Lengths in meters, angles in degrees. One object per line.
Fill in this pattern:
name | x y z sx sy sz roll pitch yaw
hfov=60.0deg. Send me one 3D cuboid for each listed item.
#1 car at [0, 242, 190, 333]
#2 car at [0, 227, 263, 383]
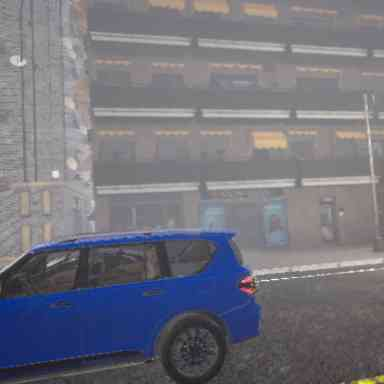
car | -2.656 2.221 8.238 4.892 1.490 1.837 -2 -4 -12
car | -1.705 1.680 5.148 5.566 2.045 2.150 -2 -4 -12
